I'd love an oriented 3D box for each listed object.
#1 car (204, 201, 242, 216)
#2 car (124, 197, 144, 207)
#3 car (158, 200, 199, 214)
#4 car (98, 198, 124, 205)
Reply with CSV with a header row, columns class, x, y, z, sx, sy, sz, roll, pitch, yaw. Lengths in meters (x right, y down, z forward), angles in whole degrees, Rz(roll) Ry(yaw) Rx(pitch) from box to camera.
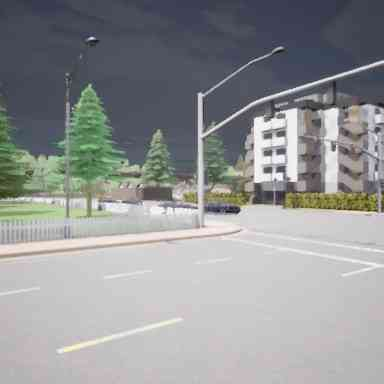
class,x,y,z,sx,sy,sz,roll,pitch,yaw
car,2.779,1.586,33.139,1.895,1.301,4.718,0,0,-34
car,-9.115,1.494,50.892,1.837,1.490,4.892,0,0,-34
car,-1.420,1.535,33.102,2.033,1.411,5.357,0,0,-34
car,-12.576,1.537,49.783,2.033,1.411,5.357,0,0,-34
